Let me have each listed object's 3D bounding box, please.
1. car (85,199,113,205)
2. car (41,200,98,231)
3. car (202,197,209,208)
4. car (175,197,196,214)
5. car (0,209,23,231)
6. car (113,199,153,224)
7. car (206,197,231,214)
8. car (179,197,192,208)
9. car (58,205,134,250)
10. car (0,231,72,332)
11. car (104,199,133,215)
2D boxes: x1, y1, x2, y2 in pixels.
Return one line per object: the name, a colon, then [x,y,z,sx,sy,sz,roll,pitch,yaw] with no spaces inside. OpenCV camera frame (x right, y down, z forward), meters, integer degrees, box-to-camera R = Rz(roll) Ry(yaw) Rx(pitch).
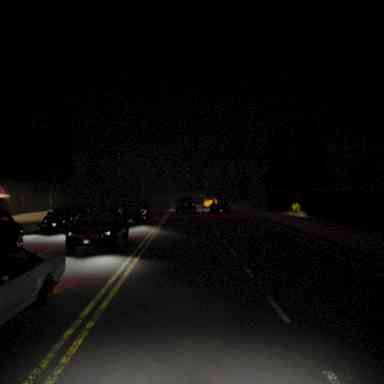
car: [-7.515,1.167,25.336,1.812,1.442,4.674,0,0,-1]
car: [-7.504,1.500,20.430,1.837,1.490,4.892,0,0,-1]
car: [2.561,1.391,47.430,1.882,1.535,5.008,0,0,-1]
car: [-0.648,1.298,34.811,2.097,1.767,4.553,0,0,-1]
car: [-7.303,1.364,10.529,2.097,1.767,4.553,0,0,-1]
car: [-4.079,1.329,24.345,2.097,1.767,4.553,0,0,-1]
car: [2.855,1.534,34.749,1.895,1.301,4.718,0,0,-1]
car: [-0.942,1.431,47.662,1.837,1.490,4.892,0,0,-1]
car: [-3.881,1.518,14.367,1.812,1.442,4.674,0,0,-1]
car: [-3.688,1.607,5.171,1.895,1.301,4.718,0,0,-1]
car: [-7.747,1.521,35.569,2.033,1.411,5.357,0,0,-1]
